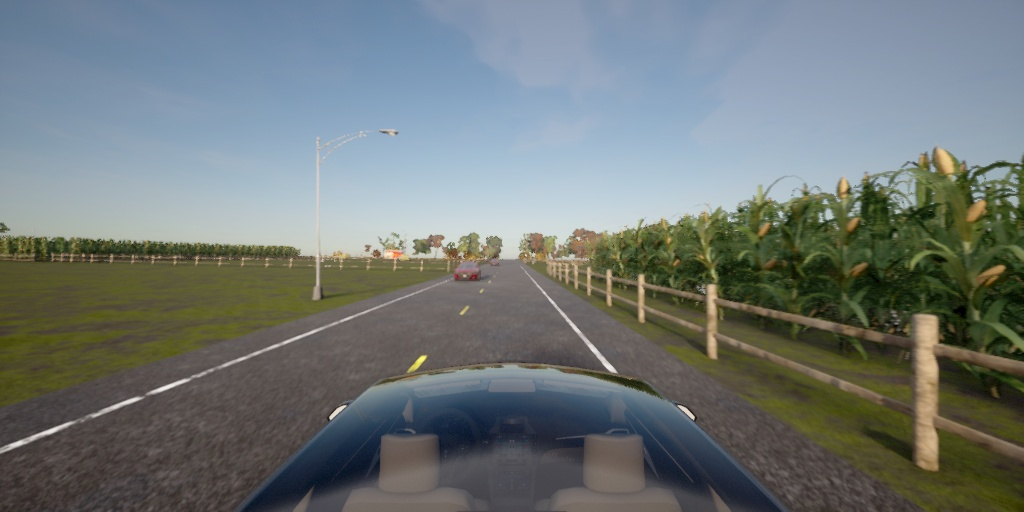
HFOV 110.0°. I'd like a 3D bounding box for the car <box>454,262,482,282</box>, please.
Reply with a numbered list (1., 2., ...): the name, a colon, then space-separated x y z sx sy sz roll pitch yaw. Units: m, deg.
1. car: -3.589 1.244 29.715 1.882 1.535 5.008 0 0 0
